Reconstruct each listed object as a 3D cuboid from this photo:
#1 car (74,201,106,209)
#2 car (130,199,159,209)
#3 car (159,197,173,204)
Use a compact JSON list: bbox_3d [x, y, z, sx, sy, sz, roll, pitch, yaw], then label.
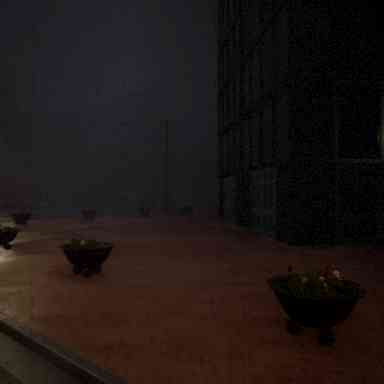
[{"bbox_3d":[-15.931,2.011,52.148,1.895,1.301,4.718,0,-1,39],"label":"car"},{"bbox_3d":[-8.301,2.056,56.074,1.812,1.442,4.674,0,-1,39],"label":"car"},{"bbox_3d":[-5.499,1.744,65.089,2.097,1.767,4.553,0,-1,39],"label":"car"}]
